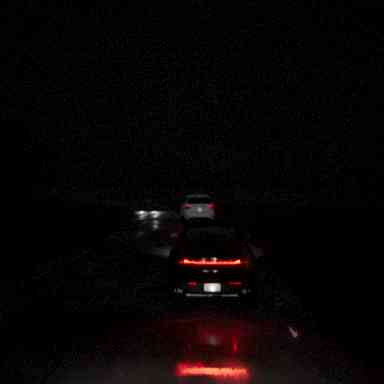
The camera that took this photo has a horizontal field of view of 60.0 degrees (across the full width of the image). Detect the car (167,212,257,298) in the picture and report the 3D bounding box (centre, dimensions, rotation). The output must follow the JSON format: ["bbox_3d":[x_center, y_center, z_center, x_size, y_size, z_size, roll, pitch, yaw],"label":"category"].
[{"bbox_3d":[0.470,1.484,8.464,1.837,1.490,4.892,0,0,2],"label":"car"}]

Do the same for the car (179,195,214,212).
[{"bbox_3d":[0.309,1.203,24.476,2.150,2.045,5.566,0,0,-4],"label":"car"}]

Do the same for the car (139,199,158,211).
[{"bbox_3d":[-5.294,1.516,39.896,1.812,1.442,4.674,0,0,-13],"label":"car"}]
